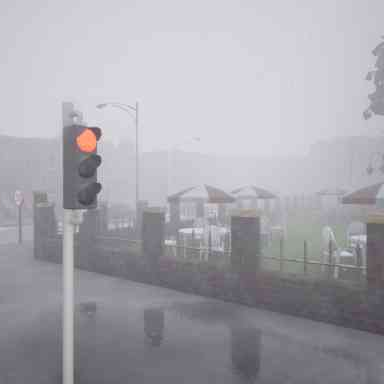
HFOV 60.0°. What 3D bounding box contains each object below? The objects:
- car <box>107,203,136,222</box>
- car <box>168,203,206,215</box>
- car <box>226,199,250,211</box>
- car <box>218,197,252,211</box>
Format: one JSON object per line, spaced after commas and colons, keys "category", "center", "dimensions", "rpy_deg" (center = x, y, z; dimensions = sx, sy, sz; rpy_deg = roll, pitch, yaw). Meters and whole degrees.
{"category": "car", "center": [-6.316, 1.564, 26.187], "dimensions": [1.994, 1.385, 4.181], "rpy_deg": [0, 0, 35]}
{"category": "car", "center": [-0.446, 1.505, 34.450], "dimensions": [1.837, 1.490, 4.892], "rpy_deg": [0, 0, 35]}
{"category": "car", "center": [4.640, 1.601, 34.353], "dimensions": [1.895, 1.301, 4.718], "rpy_deg": [0, 0, 35]}
{"category": "car", "center": [5.570, 1.478, 42.730], "dimensions": [1.882, 1.535, 5.008], "rpy_deg": [0, 0, 42]}
